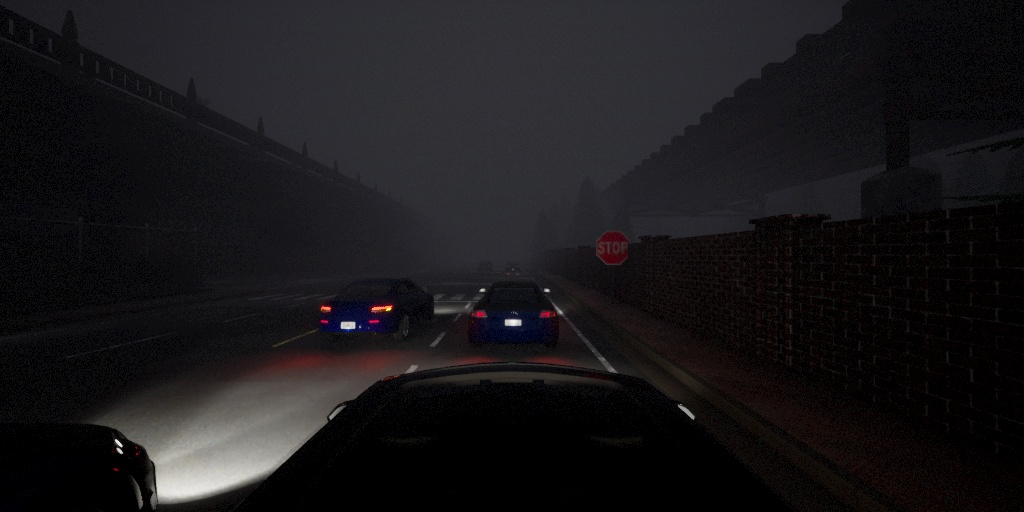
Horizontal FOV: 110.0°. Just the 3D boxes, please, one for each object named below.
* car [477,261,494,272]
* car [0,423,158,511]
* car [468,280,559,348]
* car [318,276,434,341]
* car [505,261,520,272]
[{"bbox_3d":[-3.413,1.297,45.889,2.033,1.411,5.357,0,0,-1],"label":"car"},{"bbox_3d":[-3.398,1.314,0.663,1.994,1.385,4.181,0,0,0],"label":"car"},{"bbox_3d":[0.066,1.314,9.238,1.994,1.385,4.181,0,0,1],"label":"car"},{"bbox_3d":[-3.416,1.276,9.759,1.812,1.442,4.674,0,0,0],"label":"car"},{"bbox_3d":[0.082,1.351,46.056,1.895,1.301,4.718,0,0,-1],"label":"car"}]
